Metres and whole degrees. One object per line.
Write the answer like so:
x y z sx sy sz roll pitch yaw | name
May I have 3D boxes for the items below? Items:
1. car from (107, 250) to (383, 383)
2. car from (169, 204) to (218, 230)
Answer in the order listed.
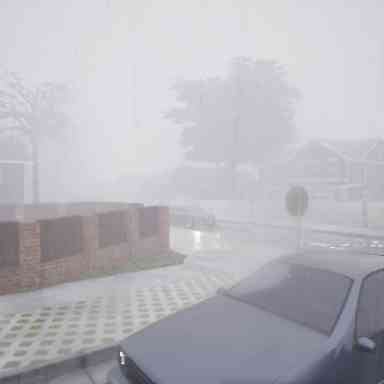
1.774 1.526 4.208 5.357 1.411 2.033 0 0 -35 | car
-0.194 1.600 22.069 1.837 1.490 4.892 1 -1 -32 | car
